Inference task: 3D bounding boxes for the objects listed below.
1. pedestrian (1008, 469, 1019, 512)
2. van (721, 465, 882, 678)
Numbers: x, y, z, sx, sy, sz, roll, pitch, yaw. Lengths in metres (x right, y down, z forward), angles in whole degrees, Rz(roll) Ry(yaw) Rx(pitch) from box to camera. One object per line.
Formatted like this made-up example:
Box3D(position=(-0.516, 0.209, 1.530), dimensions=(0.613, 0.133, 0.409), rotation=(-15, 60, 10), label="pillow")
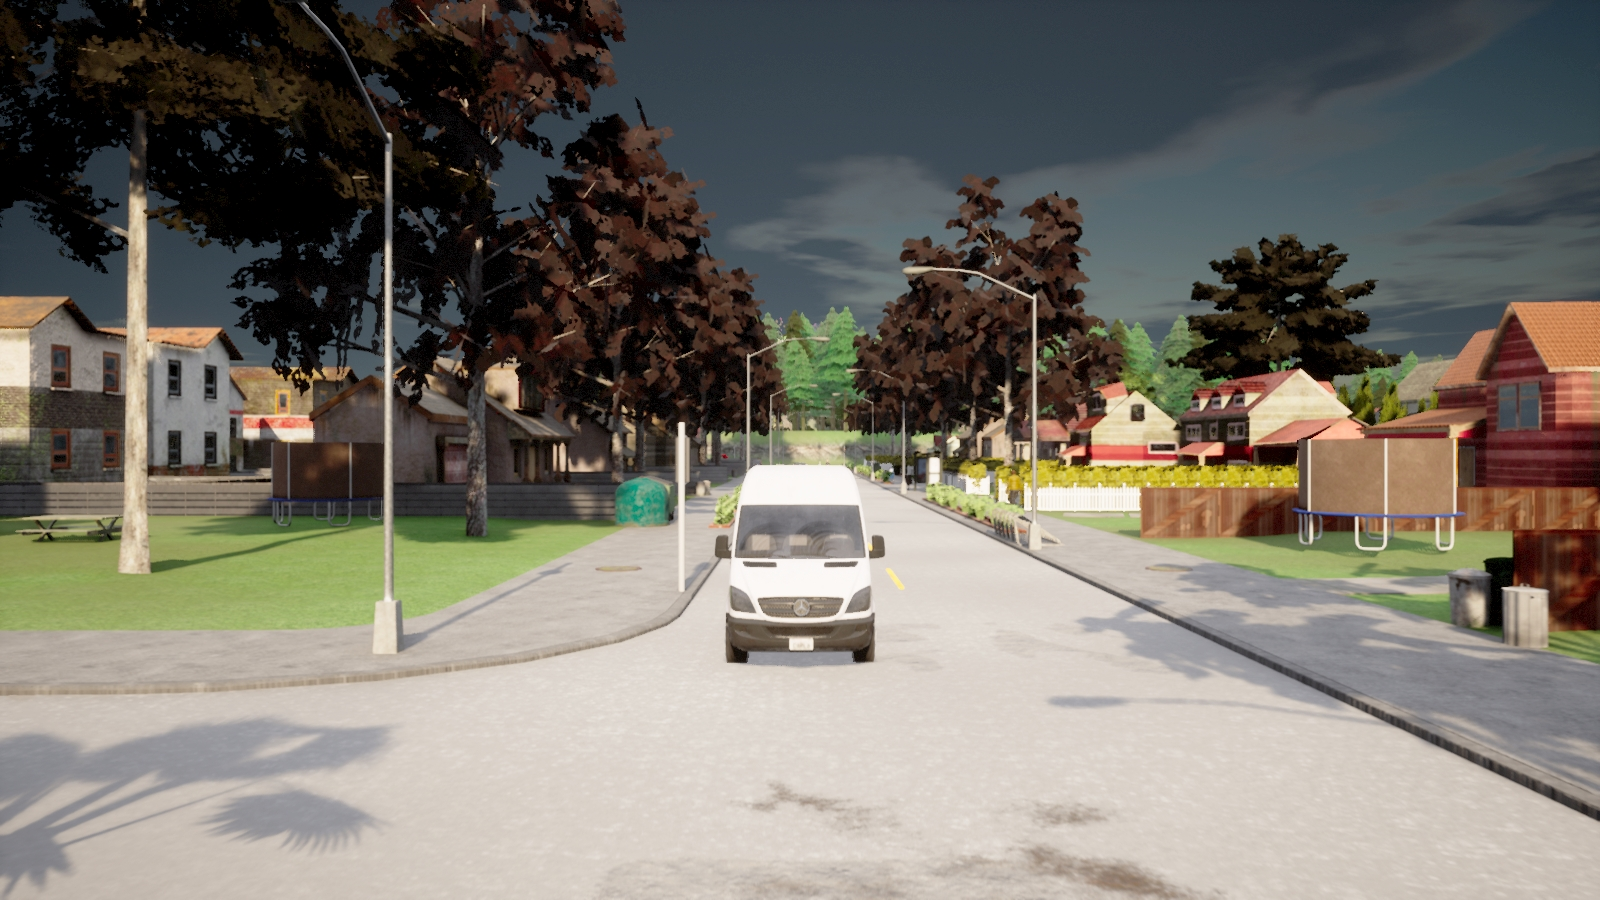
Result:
Box3D(position=(9.195, 1.734, 49.267), dimensions=(0.375, 1.860, 0.375), rotation=(0, 0, -2), label="pedestrian")
Box3D(position=(-0.001, 1.531, 17.057), dimensions=(1.988, 2.561, 5.915), rotation=(0, 0, 0), label="van")
